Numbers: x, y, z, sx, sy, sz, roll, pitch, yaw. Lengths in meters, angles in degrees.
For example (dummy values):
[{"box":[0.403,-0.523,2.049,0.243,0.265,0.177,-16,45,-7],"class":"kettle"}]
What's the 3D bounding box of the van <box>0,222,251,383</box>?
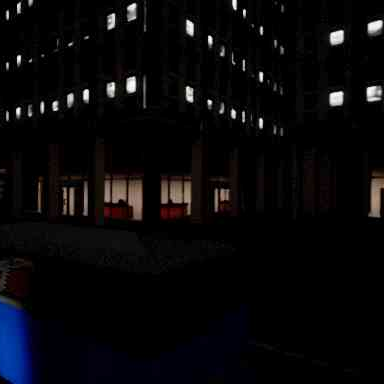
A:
[{"box":[-1.317,1.320,3.811,3.998,1.788,1.690,0,0,35],"class":"van"}]
